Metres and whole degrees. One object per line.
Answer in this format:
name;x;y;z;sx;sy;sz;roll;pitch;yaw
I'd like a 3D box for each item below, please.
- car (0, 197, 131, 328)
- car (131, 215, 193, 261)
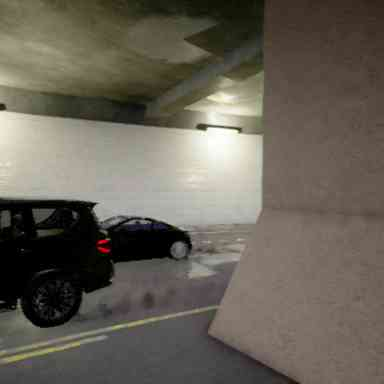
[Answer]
car;-4.046;1.123;5.295;5.566;2.045;2.150;0;0;-35
car;-2.067;1.437;10.432;4.181;1.385;1.994;0;1;-28
